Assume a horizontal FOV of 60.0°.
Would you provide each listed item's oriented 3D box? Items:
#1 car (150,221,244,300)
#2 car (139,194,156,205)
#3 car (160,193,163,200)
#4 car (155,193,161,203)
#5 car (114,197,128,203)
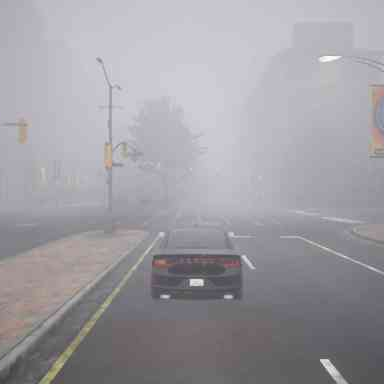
[{"bbox_3d":[0.114,1.478,8.462,1.882,1.535,5.008,0,0,1],"label":"car"},{"bbox_3d":[-7.841,1.505,56.473,1.837,1.490,4.892,0,0,1],"label":"car"},{"bbox_3d":[-7.674,1.225,76.484,2.150,2.045,5.566,0,0,0],"label":"car"},{"bbox_3d":[-7.754,1.526,65.732,1.812,1.442,4.674,0,0,1],"label":"car"},{"bbox_3d":[-14.460,1.595,67.846,1.895,1.301,4.718,0,0,0],"label":"car"}]
